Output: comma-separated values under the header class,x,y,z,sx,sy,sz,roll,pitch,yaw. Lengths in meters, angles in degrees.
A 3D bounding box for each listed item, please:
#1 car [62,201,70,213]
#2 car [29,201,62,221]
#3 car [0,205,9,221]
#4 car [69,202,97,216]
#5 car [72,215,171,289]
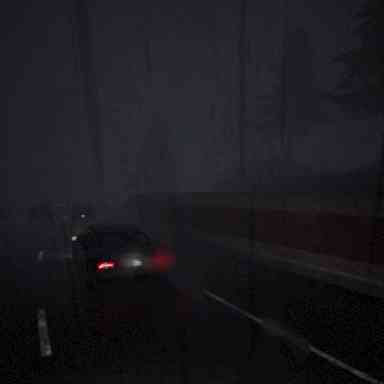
class,x,y,z,sx,sy,sz,roll,pitch,yaw
car,-15.679,1.784,40.749,2.128,1.511,4.902,1,0,-10
car,-13.299,1.679,29.971,1.882,1.535,5.008,1,-1,-15
car,-15.864,1.621,26.087,1.882,1.535,5.008,0,-1,-17
car,-9.596,1.731,29.643,1.837,1.490,4.892,0,-1,-16
car,-2.296,1.627,9.569,2.033,1.411,5.357,1,-1,-25
